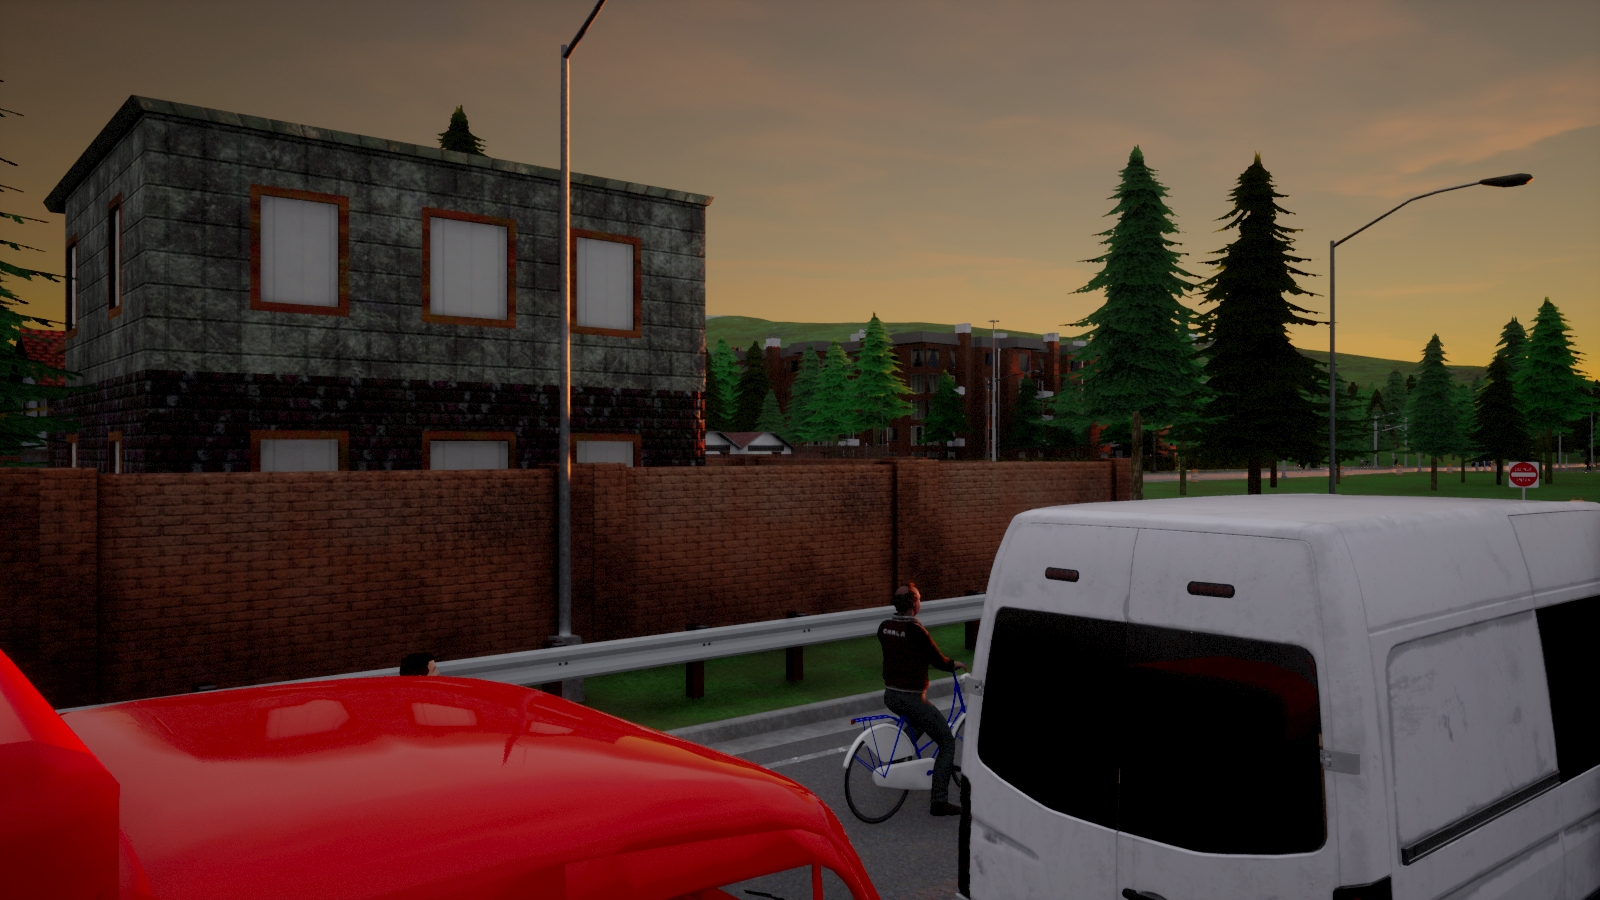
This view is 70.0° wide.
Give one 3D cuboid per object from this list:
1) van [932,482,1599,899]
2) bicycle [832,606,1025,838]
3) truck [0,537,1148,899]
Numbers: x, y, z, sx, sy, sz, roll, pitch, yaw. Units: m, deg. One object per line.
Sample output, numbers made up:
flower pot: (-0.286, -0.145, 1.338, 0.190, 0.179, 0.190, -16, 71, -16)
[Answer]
van: (3.509, 1.534, 6.458, 5.915, 2.561, 1.988, 0, 0, -40)
bicycle: (1.045, 2.060, 8.955, 1.835, 1.471, 0.329, 0, 0, -40)
truck: (-2.109, 1.568, 1.686, 5.204, 2.467, 2.627, 0, 0, -40)
